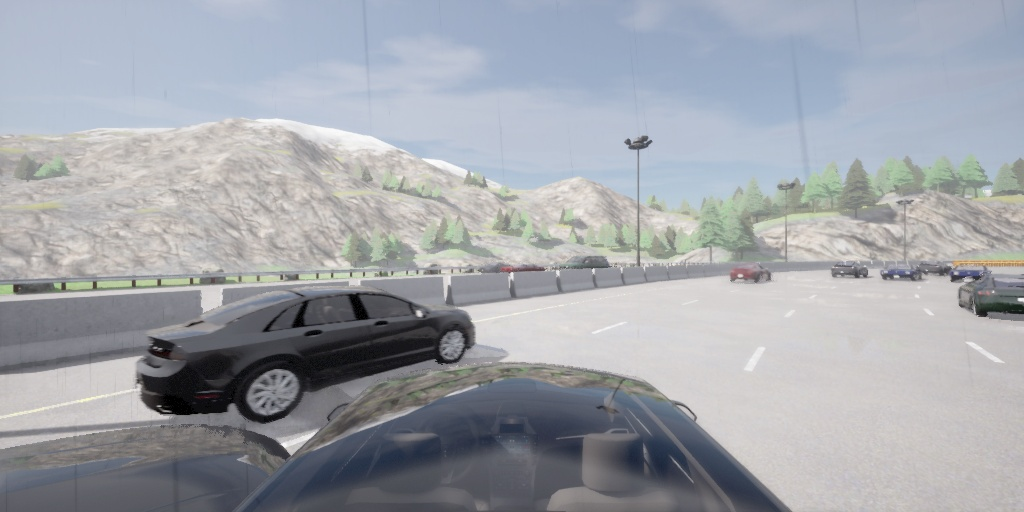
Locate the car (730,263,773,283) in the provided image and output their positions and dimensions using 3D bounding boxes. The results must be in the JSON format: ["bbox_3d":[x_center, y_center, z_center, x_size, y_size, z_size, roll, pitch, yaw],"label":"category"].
[{"bbox_3d":[18.484,1.276,27.750,4.674,1.442,1.812,0,0,-40],"label":"car"}]

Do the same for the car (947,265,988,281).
[{"bbox_3d":[35.672,1.350,27.815,4.718,1.301,1.895,0,0,-35],"label":"car"}]

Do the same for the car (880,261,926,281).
[{"bbox_3d":[32.307,1.351,29.687,4.718,1.301,1.895,0,0,-35],"label":"car"}]

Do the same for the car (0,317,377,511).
[{"bbox_3d":[-2.981,1.255,0.486,4.892,1.490,1.837,0,0,-45],"label":"car"}]

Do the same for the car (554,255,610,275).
[{"bbox_3d":[6.077,0.971,31.069,5.566,2.045,2.150,0,0,-42],"label":"car"}]

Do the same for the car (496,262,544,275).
[{"bbox_3d":[1.016,1.351,35.900,4.718,1.301,1.895,0,0,-43],"label":"car"}]

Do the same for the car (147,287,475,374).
[{"bbox_3d":[-2.704,1.255,5.952,1.837,1.490,4.892,-1,0,38],"label":"car"}]

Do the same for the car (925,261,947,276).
[{"bbox_3d":[43.312,1.241,36.820,4.902,1.511,2.128,0,0,-31],"label":"car"}]

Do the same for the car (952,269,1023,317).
[{"bbox_3d":[17.120,1.313,12.315,4.181,1.385,1.994,0,0,-45],"label":"car"}]

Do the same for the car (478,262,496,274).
[{"bbox_3d":[-1.575,1.314,38.237,4.181,1.385,1.994,0,0,-43],"label":"car"}]

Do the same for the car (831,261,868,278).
[{"bbox_3d":[31.374,1.241,33.297,4.902,1.511,2.128,0,0,-35],"label":"car"}]
